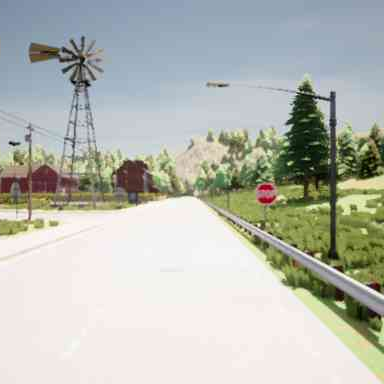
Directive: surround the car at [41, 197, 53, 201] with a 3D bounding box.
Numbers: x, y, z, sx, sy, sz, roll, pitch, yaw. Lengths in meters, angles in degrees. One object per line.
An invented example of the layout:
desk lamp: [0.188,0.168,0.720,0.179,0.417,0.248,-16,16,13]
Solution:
car: [-34.071,1.830,76.305,4.181,1.385,1.994,0,0,0]
